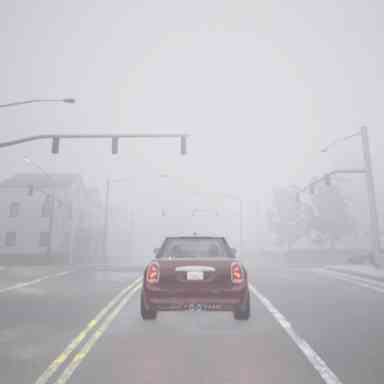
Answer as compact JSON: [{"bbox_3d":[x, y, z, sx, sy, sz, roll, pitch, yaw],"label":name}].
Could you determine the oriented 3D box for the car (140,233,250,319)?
[{"bbox_3d":[0.078,1.795,8.254,2.097,1.767,4.553,0,-6,0],"label":"car"}]

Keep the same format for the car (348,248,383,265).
[{"bbox_3d":[16.227,5.706,29.078,4.892,1.490,1.837,0,-12,1],"label":"car"}]
